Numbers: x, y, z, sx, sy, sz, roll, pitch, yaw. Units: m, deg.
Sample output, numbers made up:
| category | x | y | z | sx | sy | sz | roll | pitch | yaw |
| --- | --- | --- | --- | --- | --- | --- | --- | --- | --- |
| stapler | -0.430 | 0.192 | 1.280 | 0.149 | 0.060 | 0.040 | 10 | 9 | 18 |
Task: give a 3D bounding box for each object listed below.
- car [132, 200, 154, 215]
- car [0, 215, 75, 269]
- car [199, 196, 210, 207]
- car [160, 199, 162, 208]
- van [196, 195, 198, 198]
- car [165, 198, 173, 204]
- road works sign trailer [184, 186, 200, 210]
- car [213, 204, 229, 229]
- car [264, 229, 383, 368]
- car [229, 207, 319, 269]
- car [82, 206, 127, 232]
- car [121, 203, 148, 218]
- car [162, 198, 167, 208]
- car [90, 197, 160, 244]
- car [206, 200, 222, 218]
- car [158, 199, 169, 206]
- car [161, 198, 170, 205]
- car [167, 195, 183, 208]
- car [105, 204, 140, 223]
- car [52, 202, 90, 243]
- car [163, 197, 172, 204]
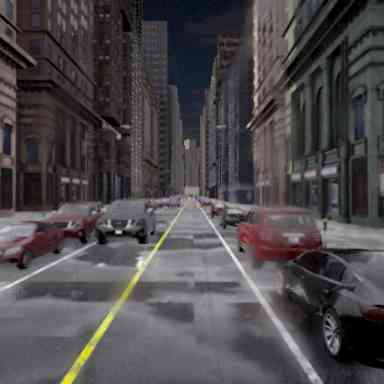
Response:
| category | x | y | z | sx | sy | sz | roll | pitch | yaw |
| --- | --- | --- | --- | --- | --- | --- | --- | --- | --- |
| car | -5.766 | 1.753 | 39.413 | 1.967 | 1.590 | 4.097 | 0 | 0 | 0 |
| car | -5.761 | 1.673 | 11.403 | 1.802 | 1.307 | 4.206 | 0 | 0 | 0 |
| car | 2.755 | 1.931 | 61.827 | 1.967 | 1.590 | 4.097 | 0 | 0 | 0 |
| car | -5.766 | 1.672 | 45.015 | 2.192 | 1.841 | 5.009 | 0 | 0 | 0 |
| van | 2.751 | 2.058 | 89.838 | 1.690 | 1.788 | 3.998 | 0 | 0 | 0 |
| car | -5.774 | 2.217 | 84.224 | 1.887 | 1.381 | 4.507 | 0 | 0 | 0 |
| road works sign trailer | -0.008 | 0.865 | 50.516 | 2.380 | 3.560 | 2.880 | 0 | 0 | 0 |
| car | 2.762 | 1.730 | 22.613 | 2.008 | 1.369 | 4.403 | 0 | 0 | 0 |
| car | 2.765 | 1.613 | 5.807 | 1.947 | 1.339 | 4.313 | 0 | 0 | 0 |
| car | 2.765 | 1.406 | 11.411 | 2.192 | 1.841 | 5.009 | 0 | 0 | 0 |
| car | -5.763 | 1.704 | 22.438 | 1.752 | 1.417 | 4.829 | 0 | 0 | 0 |
| car | -5.765 | 1.834 | 33.810 | 1.947 | 1.339 | 4.313 | 0 | 0 | 0 |
| car | -5.769 | 1.991 | 56.217 | 1.887 | 1.381 | 4.507 | 0 | 0 | 0 |
| car | -3.102 | 1.355 | 16.803 | 2.150 | 2.045 | 5.566 | 0 | -1 | 0 |
| car | 2.760 | 1.813 | 33.817 | 1.887 | 1.381 | 4.507 | 0 | 0 | 0 |
| car | -5.771 | 2.119 | 67.419 | 1.802 | 1.307 | 4.206 | 0 | 0 | 0 |
| car | -5.772 | 2.106 | 72.852 | 1.752 | 1.417 | 4.829 | 0 | 0 | 0 |
| car | -3.070 | 1.804 | 56.894 | 2.097 | 1.767 | 4.553 | 0 | 0 | 0 |
| car | -5.764 | 1.775 | 28.208 | 2.008 | 1.369 | 4.403 | 0 | 0 | 0 |
| car | -5.761 | 1.450 | 17.007 | 2.192 | 1.841 | 5.009 | 0 | 0 | 0 |
| car | -5.773 | 2.067 | 78.624 | 1.967 | 1.590 | 4.097 | 0 | 0 | 0 |
